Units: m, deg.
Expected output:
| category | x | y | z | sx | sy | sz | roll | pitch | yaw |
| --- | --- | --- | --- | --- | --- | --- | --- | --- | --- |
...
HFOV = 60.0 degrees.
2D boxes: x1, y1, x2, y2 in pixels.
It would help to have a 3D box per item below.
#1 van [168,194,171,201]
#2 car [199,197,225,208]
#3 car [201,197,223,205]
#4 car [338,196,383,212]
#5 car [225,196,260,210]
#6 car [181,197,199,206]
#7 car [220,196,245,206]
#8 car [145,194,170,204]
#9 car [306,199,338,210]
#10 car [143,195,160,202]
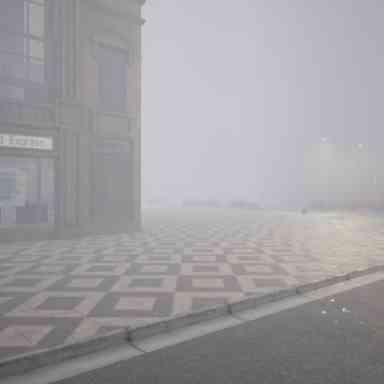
| category | x | y | z | sx | sy | sz | roll | pitch | yaw |
| --- | --- | --- | --- | --- | --- | --- | --- | --- | --- |
| van | -6.335 | 1.354 | 75.358 | 1.690 | 1.788 | 3.998 | 0 | 0 | -36 |
| car | 3.434 | 1.616 | 47.589 | 1.802 | 1.307 | 4.206 | 0 | 0 | -36 |
| car | 3.661 | 1.616 | 61.707 | 1.802 | 1.307 | 4.206 | 0 | 0 | -36 |
| car | 20.325 | 1.366 | 38.956 | 2.192 | 1.841 | 5.009 | 0 | 0 | -36 |
| car | 6.766 | 1.582 | 43.039 | 1.887 | 1.381 | 4.507 | 0 | 0 | -36 |
| car | 0.102 | 1.471 | 52.139 | 1.967 | 1.590 | 4.097 | 0 | 0 | -36 |
| car | 6.995 | 1.478 | 57.156 | 1.967 | 1.590 | 4.097 | 0 | 0 | -36 |
| car | -6.562 | 1.573 | 61.238 | 2.008 | 1.369 | 4.403 | 0 | 0 | -36 |
| car | 16.992 | 1.613 | 43.507 | 1.947 | 1.339 | 4.313 | 0 | 0 | -36 |
| car | -9.769 | 1.526 | 80.047 | 1.752 | 1.417 | 4.829 | 0 | 0 | -36 |
